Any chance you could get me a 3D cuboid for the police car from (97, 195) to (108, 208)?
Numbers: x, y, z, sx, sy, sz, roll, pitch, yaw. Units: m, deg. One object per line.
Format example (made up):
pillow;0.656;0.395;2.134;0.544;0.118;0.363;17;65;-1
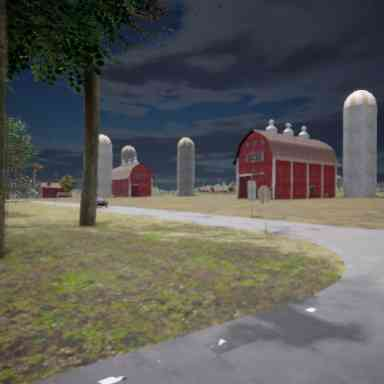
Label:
police car;-12.179;1.143;42.123;1.930;1.638;5.238;1;-1;-35
